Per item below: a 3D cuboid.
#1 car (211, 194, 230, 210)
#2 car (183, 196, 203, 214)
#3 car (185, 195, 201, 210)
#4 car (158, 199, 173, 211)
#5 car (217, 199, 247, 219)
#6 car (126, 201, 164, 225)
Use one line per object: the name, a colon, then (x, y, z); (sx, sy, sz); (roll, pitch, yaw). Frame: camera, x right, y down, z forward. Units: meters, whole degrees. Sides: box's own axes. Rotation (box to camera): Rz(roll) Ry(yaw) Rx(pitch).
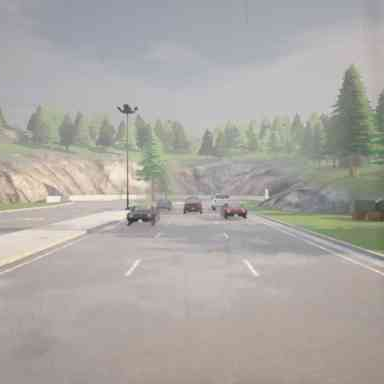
car: (3.642, 1.219, 41.859); (2.150, 2.045, 5.566); (0, 0, 1)
car: (0.097, 1.478, 35.319); (1.882, 1.535, 5.008); (0, 0, 0)
car: (0.198, 1.352, 44.548); (2.097, 1.767, 4.553); (0, 0, 1)
car: (-3.376, 1.547, 40.296); (2.033, 1.411, 5.357); (0, 0, 0)
car: (3.603, 1.601, 29.384); (1.895, 1.301, 4.718); (0, 0, 0)
car: (-3.397, 1.601, 24.151); (1.895, 1.301, 4.718); (0, 0, 0)
